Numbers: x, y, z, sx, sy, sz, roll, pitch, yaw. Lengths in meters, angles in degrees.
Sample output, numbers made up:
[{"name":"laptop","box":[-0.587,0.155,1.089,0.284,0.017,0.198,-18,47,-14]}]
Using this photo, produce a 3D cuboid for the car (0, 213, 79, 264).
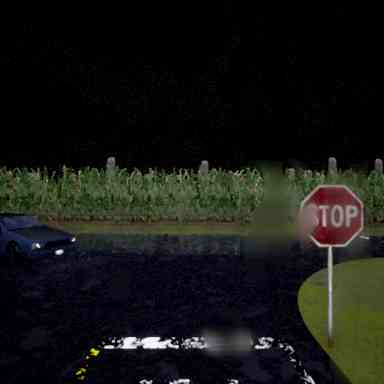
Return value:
[{"name":"car","box":[-6.543,1.479,11.812,5.357,1.411,2.033,1,1,28]}]
